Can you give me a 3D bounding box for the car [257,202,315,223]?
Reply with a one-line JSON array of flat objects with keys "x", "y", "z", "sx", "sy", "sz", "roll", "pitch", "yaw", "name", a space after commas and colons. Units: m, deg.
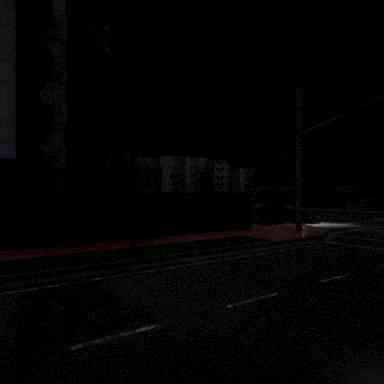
[{"x": 7.053, "y": 1.526, "z": 25.488, "sx": 1.812, "sy": 1.442, "sz": 4.674, "roll": 0, "pitch": 0, "yaw": -36, "name": "car"}]
